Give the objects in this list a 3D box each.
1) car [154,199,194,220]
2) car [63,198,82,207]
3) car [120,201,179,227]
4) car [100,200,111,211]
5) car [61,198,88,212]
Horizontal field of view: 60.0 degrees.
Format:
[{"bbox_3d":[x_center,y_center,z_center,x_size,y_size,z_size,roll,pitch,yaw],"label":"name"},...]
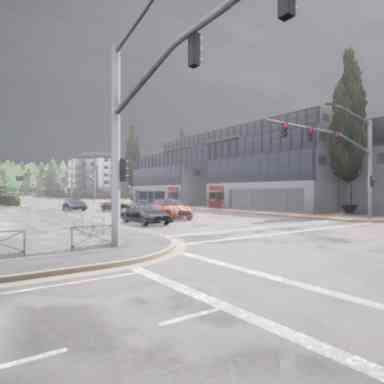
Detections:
[{"bbox_3d":[-1.786,1.347,27.266,2.097,1.767,4.553,0,0,-34],"label":"car"},{"bbox_3d":[-19.223,1.595,53.351,1.895,1.301,4.718,0,0,-34],"label":"car"},{"bbox_3d":[-3.366,1.544,23.374,2.033,1.411,5.357,0,0,-35],"label":"car"},{"bbox_3d":[-8.733,1.596,37.560,1.895,1.301,4.718,0,0,-34],"label":"car"},{"bbox_3d":[-13.835,1.544,38.883,2.033,1.411,5.357,0,0,-34],"label":"car"}]
